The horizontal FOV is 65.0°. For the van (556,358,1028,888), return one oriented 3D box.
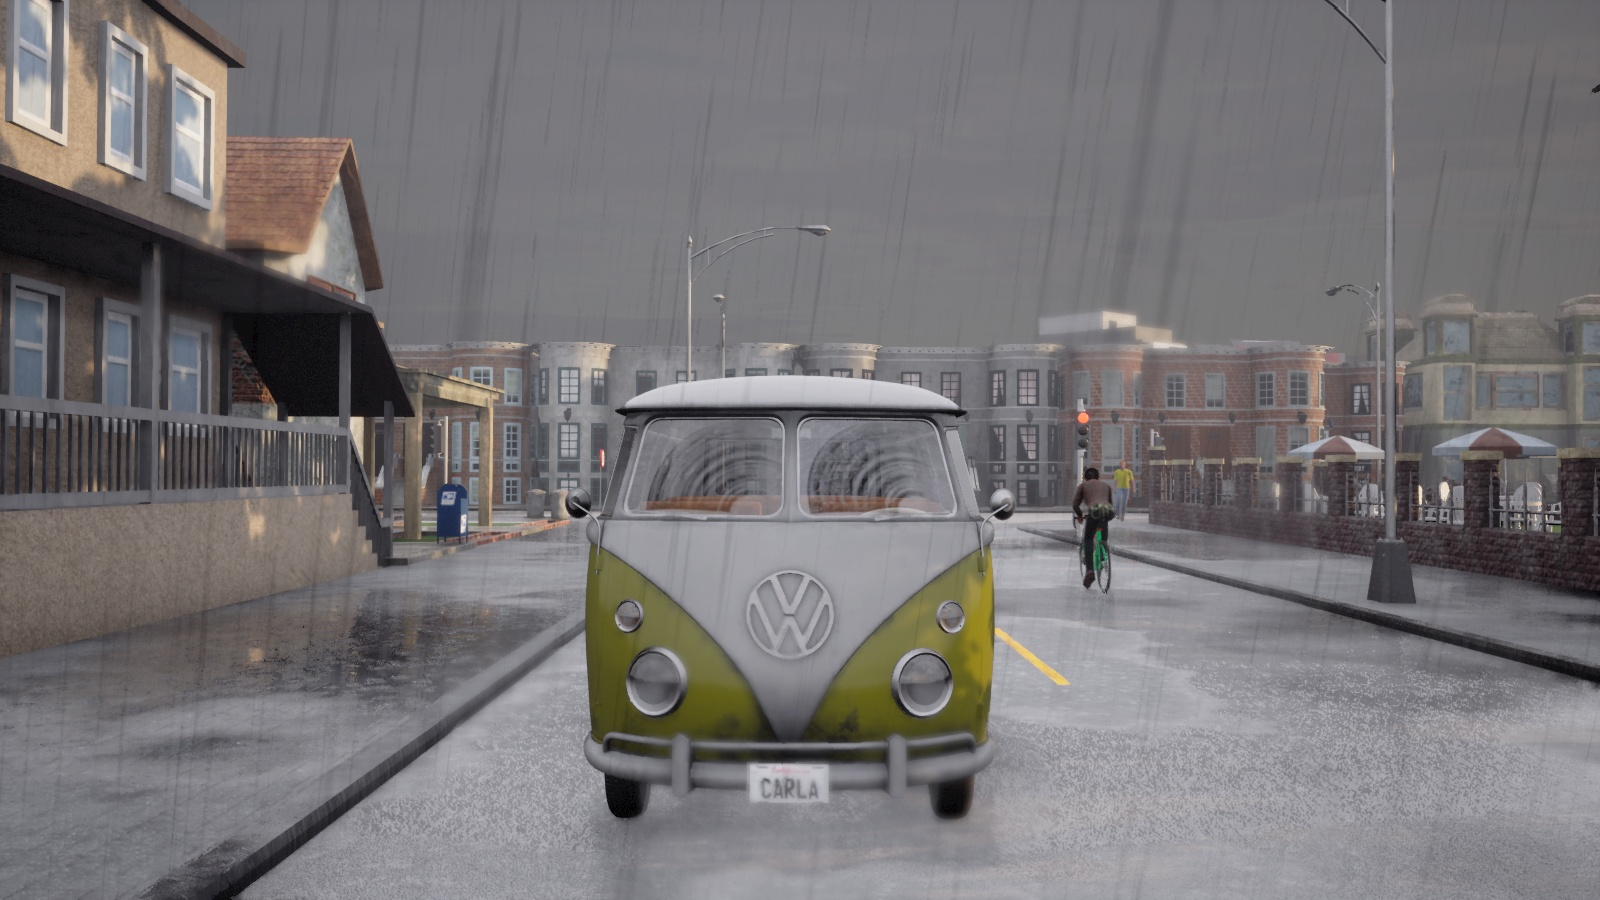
[{"bbox_3d":[-0.043,0.684,6.958,1.775,1.987,4.442,0,-1,0],"label":"van"}]

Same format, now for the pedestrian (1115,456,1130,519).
[{"bbox_3d":[9.558,1.108,37.181,0.354,1.836,0.706,-1,-1,20],"label":"pedestrian"}]

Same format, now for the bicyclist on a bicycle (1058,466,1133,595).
[{"bbox_3d":[3.908,1.031,16.690,0.582,1.620,1.656,0,-1,0],"label":"bicyclist on a bicycle"}]

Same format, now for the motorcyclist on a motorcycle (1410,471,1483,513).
[{"bbox_3d":[23.477,1.520,45.650,2.191,1.530,0.866,0,-1,0],"label":"motorcyclist on a motorcycle"}]
